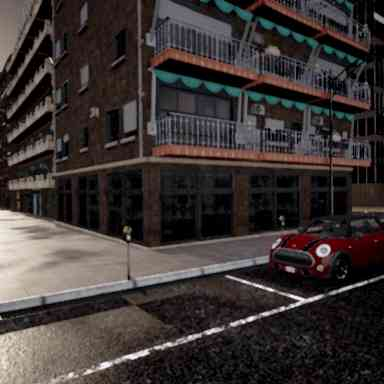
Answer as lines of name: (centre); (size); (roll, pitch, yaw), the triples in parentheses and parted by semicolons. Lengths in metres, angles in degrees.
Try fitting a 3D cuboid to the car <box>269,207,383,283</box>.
car: (4.077, 1.406, 9.499); (4.097, 1.590, 1.967); (0, 0, -36)
